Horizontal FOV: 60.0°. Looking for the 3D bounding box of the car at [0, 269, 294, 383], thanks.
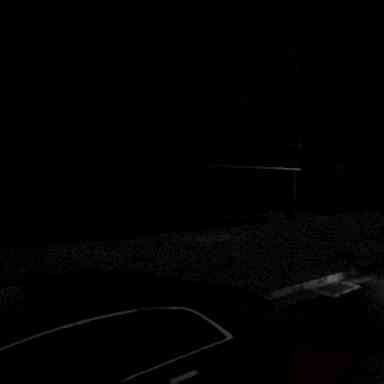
[{"bbox_3d":[-1.304,1.503,2.439,4.892,1.490,1.837,-1,0,-36],"label":"car"}]
